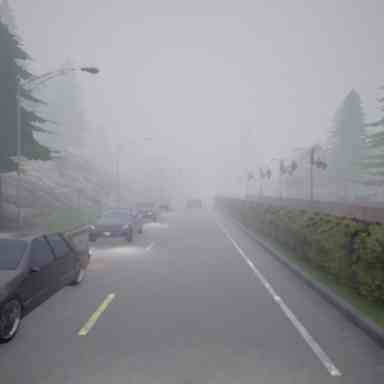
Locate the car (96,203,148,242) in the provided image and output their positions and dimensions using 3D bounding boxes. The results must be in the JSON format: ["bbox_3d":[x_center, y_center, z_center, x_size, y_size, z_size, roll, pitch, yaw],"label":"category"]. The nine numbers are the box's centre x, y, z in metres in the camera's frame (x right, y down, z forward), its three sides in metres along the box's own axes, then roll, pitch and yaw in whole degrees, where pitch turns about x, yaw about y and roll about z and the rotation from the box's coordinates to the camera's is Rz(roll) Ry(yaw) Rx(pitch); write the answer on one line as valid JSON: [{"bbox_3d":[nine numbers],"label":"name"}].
[{"bbox_3d":[-3.518,1.461,16.206,1.812,1.442,4.674,0,0,0],"label":"car"}]

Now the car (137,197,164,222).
[{"bbox_3d":[-3.476,1.402,25.462,1.837,1.490,4.892,0,0,0],"label":"car"}]

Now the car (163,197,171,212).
[{"bbox_3d":[-3.391,1.325,36.677,1.882,1.535,5.008,0,0,1],"label":"car"}]

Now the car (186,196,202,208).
[{"bbox_3d":[0.280,1.295,43.255,1.882,1.535,5.008,0,0,1],"label":"car"}]

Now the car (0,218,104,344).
[{"bbox_3d":[-3.571,1.524,6.615,2.033,1.411,5.357,0,0,0],"label":"car"}]
